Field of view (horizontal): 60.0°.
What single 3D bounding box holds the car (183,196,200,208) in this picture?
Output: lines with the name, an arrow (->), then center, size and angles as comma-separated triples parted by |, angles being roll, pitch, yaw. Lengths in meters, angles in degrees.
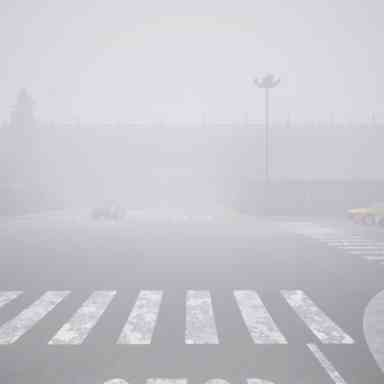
car -> 0.113, 1.563, 49.440 | 1.994, 1.385, 4.181 | 0, 0, 0

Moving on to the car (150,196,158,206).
car -> -7.039, 1.524, 53.913 | 1.812, 1.442, 4.674 | 0, 0, 0

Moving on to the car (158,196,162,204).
car -> -6.981, 1.504, 64.728 | 1.837, 1.490, 4.892 | 0, 0, 0

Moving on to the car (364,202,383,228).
car -> 13.110, 1.436, 19.211 | 4.902, 1.511, 2.128 | 0, 0, 0

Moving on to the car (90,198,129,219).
car -> -7.089, 1.345, 28.400 | 2.097, 1.767, 4.553 | 0, 0, 0

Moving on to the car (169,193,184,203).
car -> -3.300, 1.220, 66.703 | 2.150, 2.045, 5.566 | 0, 0, 1

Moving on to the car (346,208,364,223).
car -> 13.203, 1.422, 22.706 | 5.008, 1.535, 1.882 | 0, 0, 0

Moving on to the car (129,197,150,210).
car -> -7.077, 1.600, 42.951 | 1.895, 1.301, 4.718 | 0, 0, 0
